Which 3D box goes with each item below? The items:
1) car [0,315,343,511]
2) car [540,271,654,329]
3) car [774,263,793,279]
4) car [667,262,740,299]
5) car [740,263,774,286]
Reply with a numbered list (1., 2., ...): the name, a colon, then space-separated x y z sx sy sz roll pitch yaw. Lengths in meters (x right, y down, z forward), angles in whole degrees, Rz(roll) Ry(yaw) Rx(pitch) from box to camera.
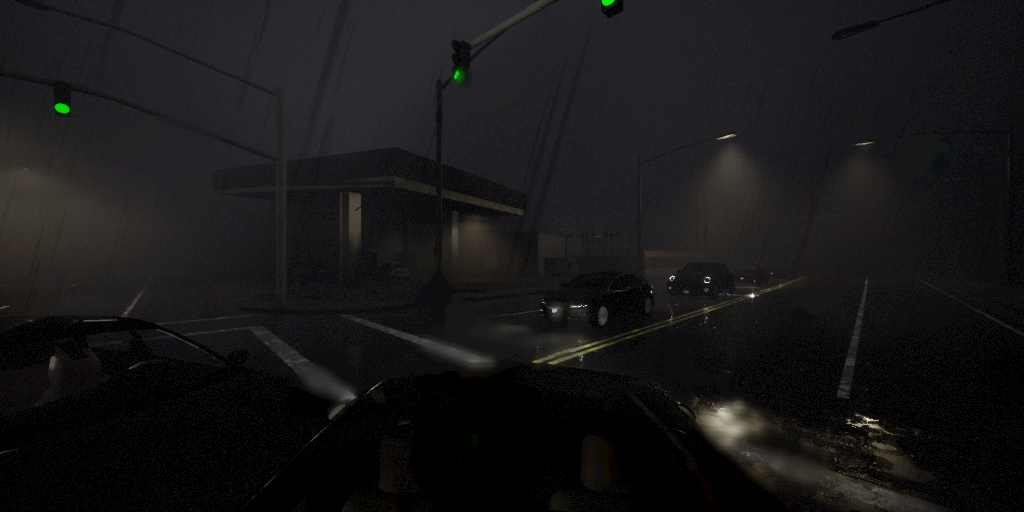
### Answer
1. car: -3.417 1.242 2.536 4.902 1.511 2.128 0 0 15
2. car: 2.900 1.255 11.543 1.837 1.490 4.892 0 0 45
3. car: 23.833 1.314 32.319 4.181 1.385 1.994 0 0 -44
4. car: 9.750 1.102 18.378 4.553 1.767 2.097 0 0 -45
5. car: 16.688 1.314 25.277 1.994 1.385 4.181 0 0 44
